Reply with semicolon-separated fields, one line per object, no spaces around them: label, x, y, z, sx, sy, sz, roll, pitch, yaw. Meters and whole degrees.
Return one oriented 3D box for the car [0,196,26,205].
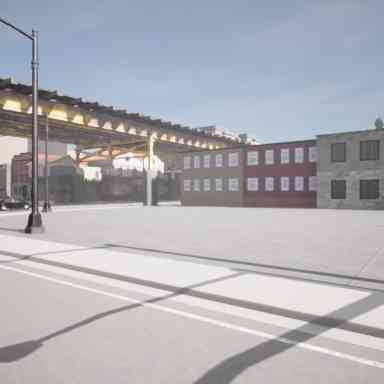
car;-31.847;1.453;57.860;4.974;1.542;2.038;0;0;6

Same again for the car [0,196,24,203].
car;-31.899;1.295;57.865;4.536;1.218;1.853;0;0;6

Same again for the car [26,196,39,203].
car;-28.348;1.295;59.145;1.853;1.218;4.536;0;0;-24

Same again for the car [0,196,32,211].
car;-21.707;1.491;39.867;2.128;1.511;4.902;0;0;24
